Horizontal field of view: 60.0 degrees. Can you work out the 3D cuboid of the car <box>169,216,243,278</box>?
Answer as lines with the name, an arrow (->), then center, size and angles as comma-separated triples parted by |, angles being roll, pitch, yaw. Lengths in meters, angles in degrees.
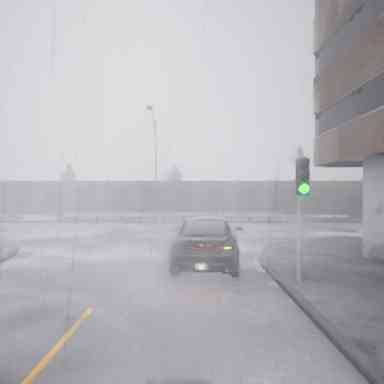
car -> 0.500, 1.506, 10.241 | 1.837, 1.490, 4.892 | 0, 0, 7
